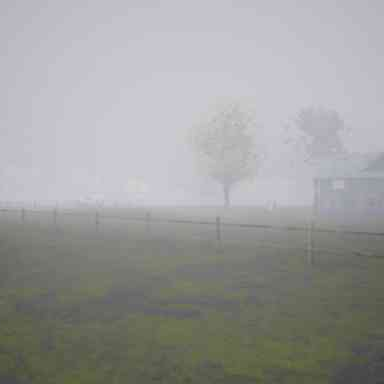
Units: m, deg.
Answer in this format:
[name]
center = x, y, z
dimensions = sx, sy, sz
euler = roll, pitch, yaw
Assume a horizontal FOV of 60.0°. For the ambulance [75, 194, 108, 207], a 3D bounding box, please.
[ambulance]
center = -19.895, 1.720, 65.908
dimensions = 2.351, 2.431, 6.366
euler = -1, -2, 36
